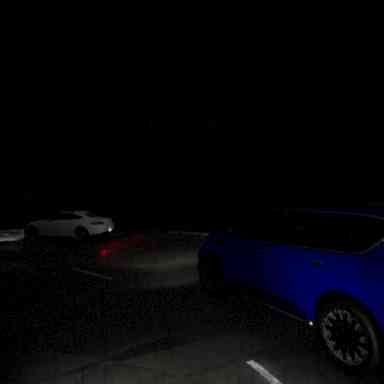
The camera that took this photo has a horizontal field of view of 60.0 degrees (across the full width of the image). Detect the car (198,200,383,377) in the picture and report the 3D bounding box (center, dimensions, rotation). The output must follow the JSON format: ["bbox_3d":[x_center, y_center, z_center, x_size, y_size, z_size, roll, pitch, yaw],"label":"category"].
[{"bbox_3d":[2.121,1.167,5.855,2.150,2.045,5.566,-1,0,-26],"label":"car"}]

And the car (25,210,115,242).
[{"bbox_3d":[-6.208,1.647,16.925,4.674,1.442,1.812,-1,0,18],"label":"car"}]
